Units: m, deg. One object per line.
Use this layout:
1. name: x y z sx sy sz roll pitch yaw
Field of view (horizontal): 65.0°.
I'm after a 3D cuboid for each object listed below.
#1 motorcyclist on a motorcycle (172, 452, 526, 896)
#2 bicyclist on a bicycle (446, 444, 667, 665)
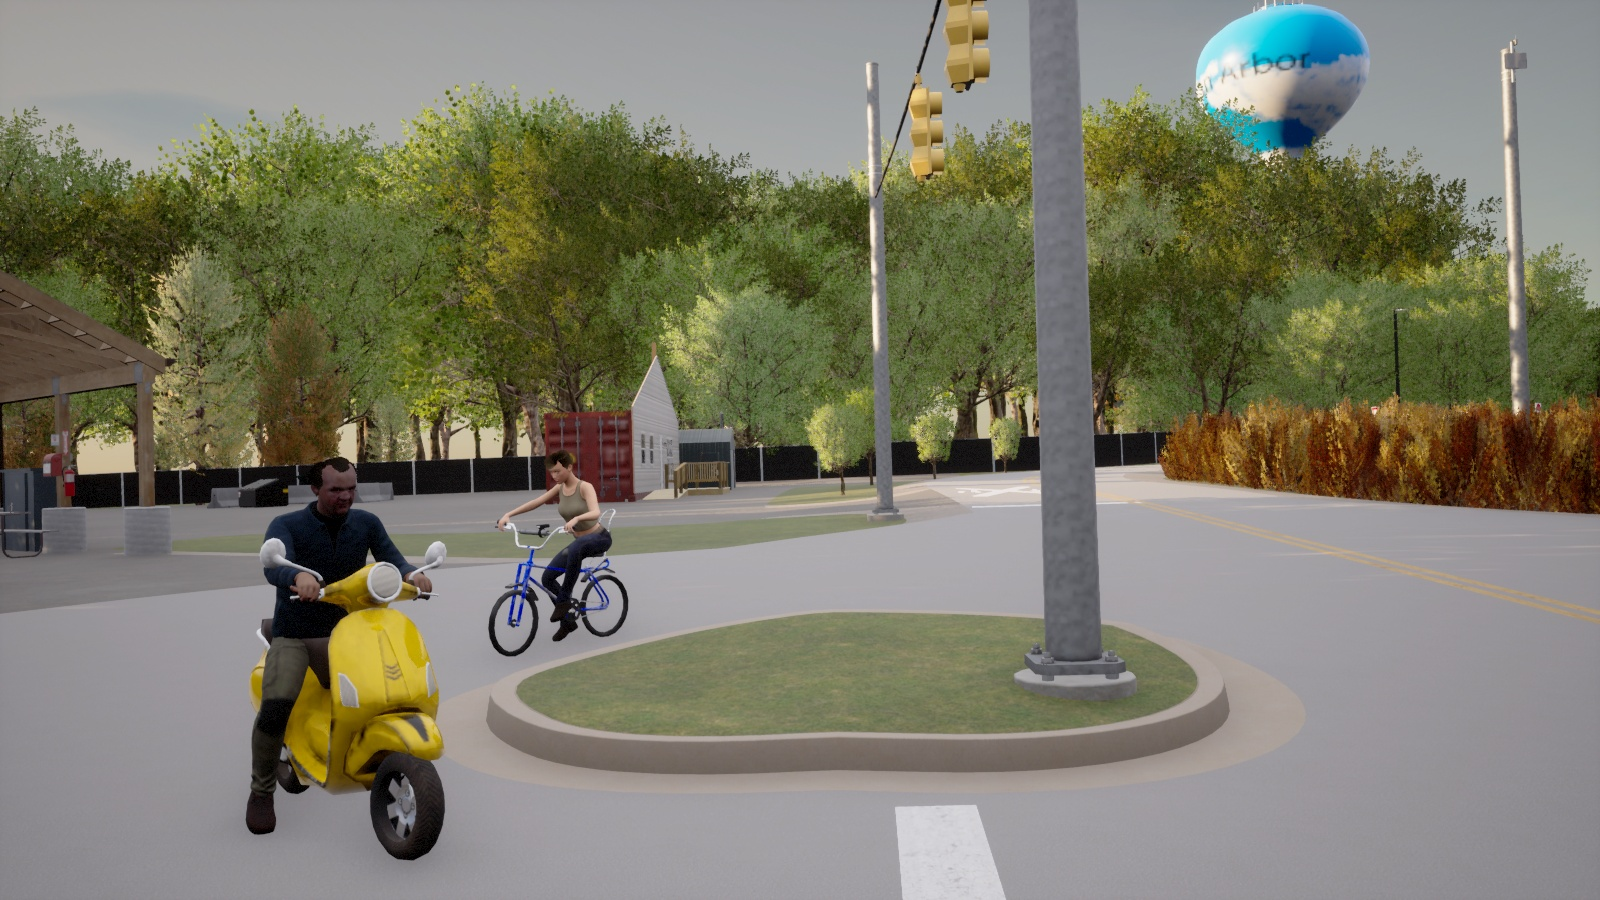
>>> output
1. motorcyclist on a motorcycle: -2.026 0.809 5.480 0.866 1.590 1.817 0 0 -40
2. bicyclist on a bicycle: -1.978 0.794 10.331 0.866 1.612 1.509 -1 2 39
